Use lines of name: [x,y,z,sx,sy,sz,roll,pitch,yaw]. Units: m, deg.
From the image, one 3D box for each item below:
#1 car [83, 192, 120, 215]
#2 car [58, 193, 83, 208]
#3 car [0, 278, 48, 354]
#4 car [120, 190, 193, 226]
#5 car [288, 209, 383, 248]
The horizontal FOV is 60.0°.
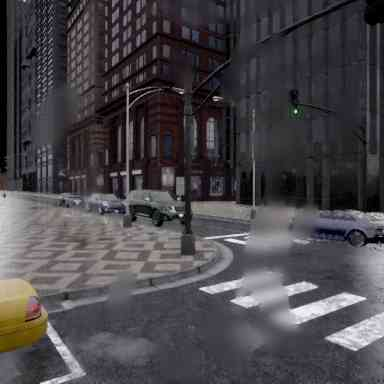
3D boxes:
car: [-7.129,0.872,27.684,2.097,1.767,4.553,0,1,-35]
car: [-13.146,0.827,36.087,2.128,1.511,4.902,0,1,-36]
car: [-4.246,1.525,3.627,4.829,1.417,1.752,0,0,-35]
car: [-2.211,0.898,20.820,2.150,2.045,5.566,0,1,-36]
car: [6.289,1.436,14.454,1.994,1.385,4.181,0,1,-36]
